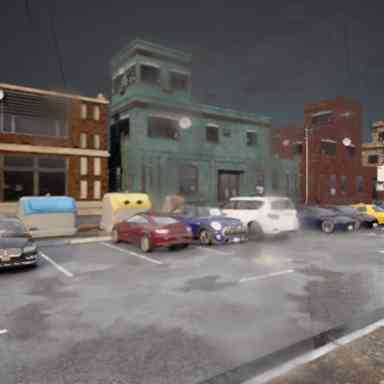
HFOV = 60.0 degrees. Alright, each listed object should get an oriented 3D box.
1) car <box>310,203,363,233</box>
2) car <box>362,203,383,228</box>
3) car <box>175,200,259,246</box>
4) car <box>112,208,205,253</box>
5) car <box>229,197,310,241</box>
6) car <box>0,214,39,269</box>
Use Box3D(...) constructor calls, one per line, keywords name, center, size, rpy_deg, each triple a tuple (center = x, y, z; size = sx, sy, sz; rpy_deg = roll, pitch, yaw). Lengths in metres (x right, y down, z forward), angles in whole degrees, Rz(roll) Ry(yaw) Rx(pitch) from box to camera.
Box3D(name="car", center=(7.423, 1.568, 20.415), size=(2.163, 1.488, 4.792), rpy_deg=(0, 0, -35))
Box3D(name="car", center=(9.688, 1.580, 22.023), size=(2.163, 1.488, 4.792), rpy_deg=(0, 0, -35))
Box3D(name="car", center=(0.562, 1.384, 15.616), size=(2.185, 1.767, 4.553), rpy_deg=(0, 0, -35))
Box3D(name="car", center=(-1.758, 1.541, 13.925), size=(2.002, 1.452, 4.674), rpy_deg=(0, 0, -35))
Box3D(name="car", center=(2.858, 1.267, 17.242), size=(2.435, 2.045, 5.566), rpy_deg=(0, 0, -35))
Box3D(name="car", center=(-6.293, 1.489, 10.715), size=(2.231, 1.521, 4.892), rpy_deg=(0, 0, -35))
